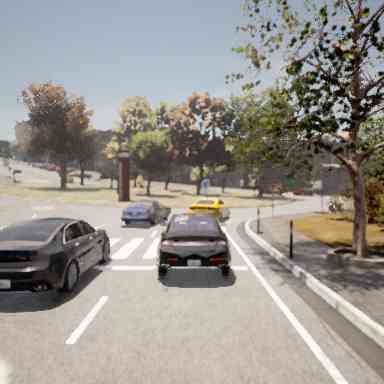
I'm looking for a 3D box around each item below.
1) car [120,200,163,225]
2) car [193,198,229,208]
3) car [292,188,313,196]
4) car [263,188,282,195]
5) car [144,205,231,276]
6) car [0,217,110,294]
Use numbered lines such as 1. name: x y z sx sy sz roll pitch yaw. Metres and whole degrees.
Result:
1. car: -2.758 1.205 20.922 2.033 1.411 5.357 0 1 10
2. car: 1.250 1.121 22.042 1.882 1.535 5.008 1 1 16
3. car: 20.321 -0.040 61.368 1.882 1.535 5.008 -1 3 -15
4. car: 15.705 -0.179 65.031 2.128 1.511 4.902 -1 3 -24
5. car: 0.041 1.359 9.942 2.128 1.511 4.902 0 1 0
6. car: -3.456 1.398 8.467 1.837 1.490 4.892 0 1 0
